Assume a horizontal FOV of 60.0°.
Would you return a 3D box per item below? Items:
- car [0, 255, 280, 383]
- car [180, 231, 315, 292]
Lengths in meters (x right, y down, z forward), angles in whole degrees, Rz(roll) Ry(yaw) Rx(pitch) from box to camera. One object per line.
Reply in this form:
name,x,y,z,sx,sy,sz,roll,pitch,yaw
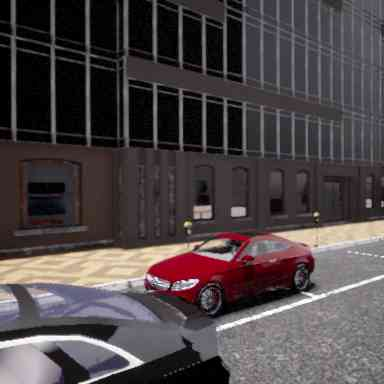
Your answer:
car,-1.957,1.494,1.981,4.902,1.511,2.128,0,0,-36
car,0.998,1.555,7.276,4.206,1.307,1.802,0,0,-36
